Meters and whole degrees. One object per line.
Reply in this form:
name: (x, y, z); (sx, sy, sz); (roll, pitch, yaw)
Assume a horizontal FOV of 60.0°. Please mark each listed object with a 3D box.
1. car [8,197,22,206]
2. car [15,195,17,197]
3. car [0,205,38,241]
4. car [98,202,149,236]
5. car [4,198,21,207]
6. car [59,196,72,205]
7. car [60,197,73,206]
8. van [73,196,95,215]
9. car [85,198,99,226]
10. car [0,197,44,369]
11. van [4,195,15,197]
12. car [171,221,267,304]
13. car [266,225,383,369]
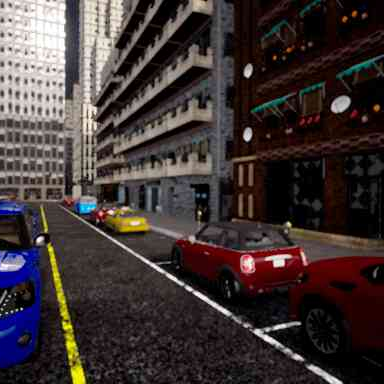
car: (-29.485, 1.536, 55.470); (1.887, 1.381, 4.507); (-1, 0, -25)
car: (-24.834, 1.309, 45.393); (2.192, 1.841, 5.009); (-1, 0, -25)
car: (-9.199, 1.525, 17.687); (1.812, 1.442, 4.674); (0, 0, -25)
car: (-3.797, 1.527, 18.644); (1.752, 1.417, 4.829); (-1, 0, -25)
car: (-27.158, 1.558, 50.432); (1.947, 1.339, 4.313); (-1, 0, -25)
car: (-22.410, 1.520, 58.946); (1.752, 1.417, 4.829); (-1, 0, -25)
car: (-20.012, 1.541, 53.754); (1.887, 1.381, 4.507); (-1, 0, -25)
van: (-10.707, 1.342, 33.602); (1.690, 1.788, 3.998); (-1, 0, -25)
car: (-6.053, 1.442, 23.527); (1.967, 1.590, 4.097); (-1, 0, -25)
car: (-3.755, 1.221, 5.674); (2.150, 2.045, 5.566); (0, 0, -24)
van: (-20.180, 1.337, 35.318); (1.690, 1.788, 3.998); (-1, 0, -25)
car: (0.927, 1.442, 8.414); (1.967, 1.590, 4.097); (-1, 0, -25)
car: (3.253, 1.317, 3.376); (2.192, 1.841, 5.009); (-1, 0, -25)
